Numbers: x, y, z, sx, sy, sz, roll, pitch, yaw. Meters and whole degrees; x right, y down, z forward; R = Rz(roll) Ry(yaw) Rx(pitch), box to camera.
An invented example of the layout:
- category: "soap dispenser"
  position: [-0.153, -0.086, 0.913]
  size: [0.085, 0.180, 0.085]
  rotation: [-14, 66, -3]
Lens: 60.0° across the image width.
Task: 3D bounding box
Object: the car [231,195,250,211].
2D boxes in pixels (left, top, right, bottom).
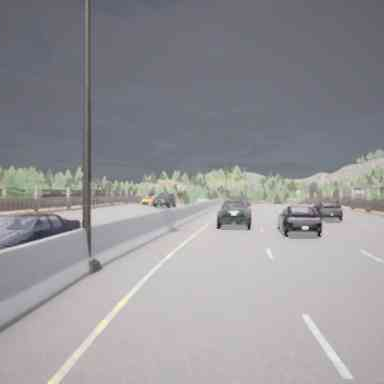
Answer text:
- category: "car"
  position: [5.972, 1.308, 40.410]
  size: [2.097, 1.767, 4.553]
  rotation: [0, 0, 10]

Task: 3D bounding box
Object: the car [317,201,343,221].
- category: "car"
  position: [10.792, 1.479, 27.042]
  size: [2.128, 1.511, 4.902]
  rotation: [0, 0, 10]

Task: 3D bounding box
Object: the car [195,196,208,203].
- category: "car"
  position: [1.715, 1.477, 57.644]
  size: [1.812, 1.442, 4.674]
  rotation: [0, -1, 10]

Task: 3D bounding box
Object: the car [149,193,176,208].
- category: "car"
  position: [-3.803, 1.146, 46.331]
  size: [2.150, 2.045, 5.566]
  rotation: [0, 0, 10]

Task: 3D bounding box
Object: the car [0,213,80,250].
- category: "car"
  position: [-6.025, 1.514, 12.356]
  size: [2.033, 1.411, 5.357]
  rotation: [0, 0, 8]

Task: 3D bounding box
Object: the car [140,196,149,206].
- category: "car"
  position: [-6.459, 1.386, 51.536]
  size: [1.882, 1.535, 5.008]
  rotation: [0, 0, 10]

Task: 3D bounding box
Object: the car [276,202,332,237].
- category: "car"
  position: [5.745, 1.479, 18.107]
  size: [2.128, 1.511, 4.902]
  rotation: [0, 0, 9]

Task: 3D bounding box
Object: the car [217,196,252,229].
- category: "car"
  position: [2.819, 1.326, 21.801]
  size: [2.097, 1.767, 4.553]
  rotation: [0, 0, 9]
